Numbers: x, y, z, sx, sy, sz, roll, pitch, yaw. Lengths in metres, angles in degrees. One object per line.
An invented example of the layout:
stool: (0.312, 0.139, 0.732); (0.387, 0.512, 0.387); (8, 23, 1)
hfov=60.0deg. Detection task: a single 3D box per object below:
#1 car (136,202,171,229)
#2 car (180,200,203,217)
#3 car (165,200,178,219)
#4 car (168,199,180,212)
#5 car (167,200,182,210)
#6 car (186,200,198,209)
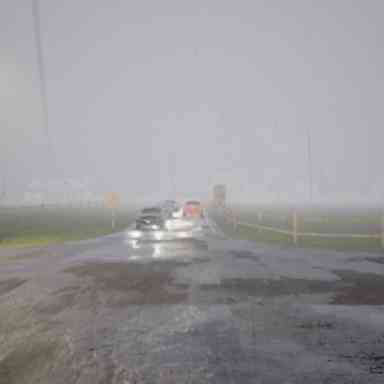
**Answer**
car: (-2.811, 1.730, 23.855); (1.837, 1.490, 4.892); (0, -1, 0)
car: (0.113, 1.692, 36.340); (2.097, 1.767, 4.553); (0, -1, 0)
car: (-2.812, 1.801, 32.984); (2.128, 1.511, 4.902); (0, -1, 0)
car: (-2.798, 1.752, 42.996); (2.097, 1.767, 4.553); (0, -1, 0)
car: (-2.790, 2.039, 53.193); (2.033, 1.411, 5.357); (0, -1, 0)
car: (0.045, 2.083, 58.130); (2.033, 1.411, 5.357); (0, 0, 1)
